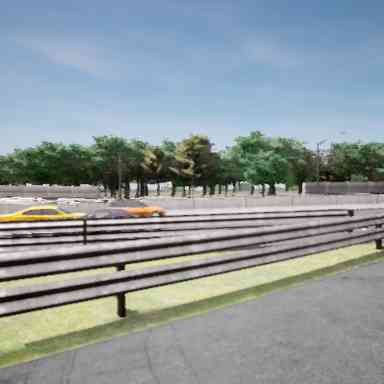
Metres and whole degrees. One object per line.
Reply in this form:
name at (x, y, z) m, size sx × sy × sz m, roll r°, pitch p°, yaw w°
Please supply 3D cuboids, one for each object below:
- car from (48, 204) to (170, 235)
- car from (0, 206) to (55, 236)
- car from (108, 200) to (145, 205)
car at (-3.840, 1.530, 16.207) m, size 5.357 × 1.411 × 2.033 m, roll -1°, pitch 0°, yaw -15°
car at (-8.000, 1.534, 18.745) m, size 5.008 × 1.535 × 1.882 m, roll -1°, pitch 0°, yaw -15°
car at (-3.992, 1.317, 23.403) m, size 4.553 × 1.767 × 2.097 m, roll -1°, pitch 0°, yaw -15°
